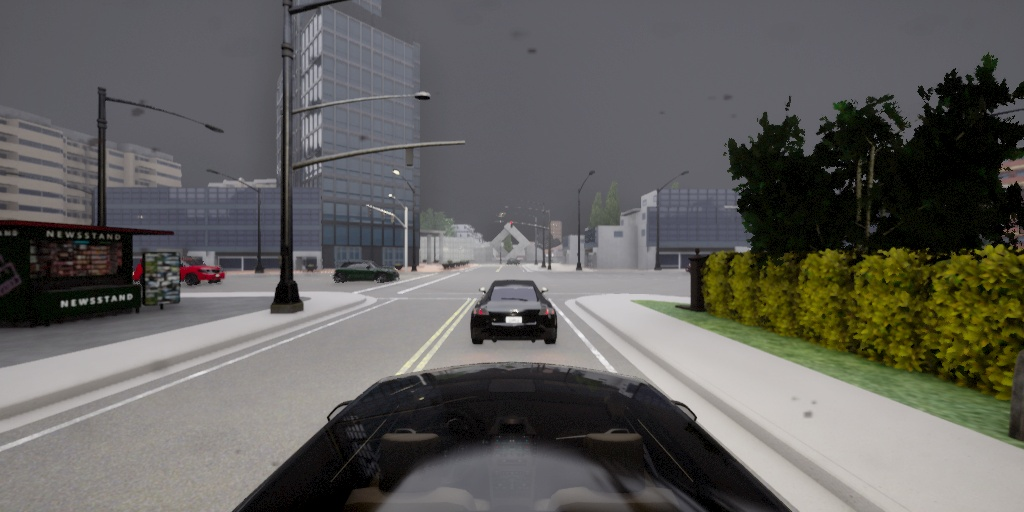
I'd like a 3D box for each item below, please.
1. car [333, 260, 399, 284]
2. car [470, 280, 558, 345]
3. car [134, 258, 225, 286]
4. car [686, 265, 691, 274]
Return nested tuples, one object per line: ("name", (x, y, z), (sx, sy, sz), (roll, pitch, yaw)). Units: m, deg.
("car", (-10.974, 1.157, 27.204), (4.553, 1.767, 2.097), (0, 0, -1))
("car", (0.044, 1.313, 9.553), (1.994, 1.385, 4.181), (0, 0, 0))
("car", (-24.994, 1.176, 27.030), (5.566, 2.045, 2.150), (-1, 0, -1))
("car", (21.195, 1.174, 38.302), (5.008, 1.535, 1.882), (0, 0, -1))
